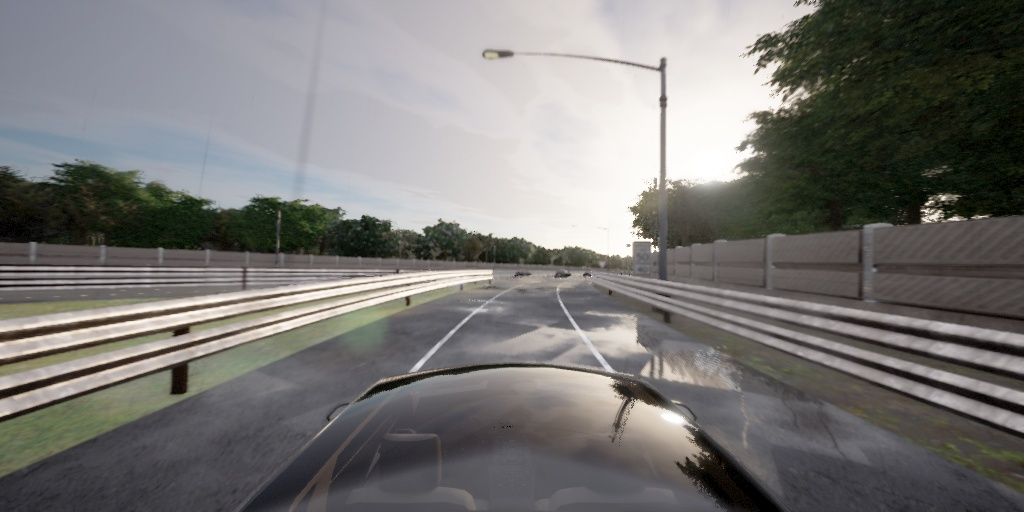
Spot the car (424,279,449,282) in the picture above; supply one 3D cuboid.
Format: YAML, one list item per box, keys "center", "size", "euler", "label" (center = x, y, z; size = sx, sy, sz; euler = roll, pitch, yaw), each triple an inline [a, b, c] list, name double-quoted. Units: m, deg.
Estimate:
- center: [-8.223, 2.120, 39.105]
  size: [1.812, 1.442, 4.674]
  euler: [-1, -3, 30]
  label: "car"

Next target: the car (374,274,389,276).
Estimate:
- center: [-14.290, 2.213, 42.598]
  size: [1.994, 1.385, 4.181]
  euler: [-1, -3, 30]
  label: "car"
